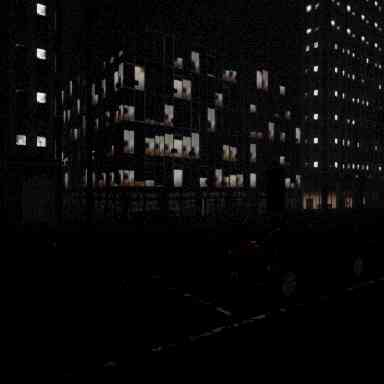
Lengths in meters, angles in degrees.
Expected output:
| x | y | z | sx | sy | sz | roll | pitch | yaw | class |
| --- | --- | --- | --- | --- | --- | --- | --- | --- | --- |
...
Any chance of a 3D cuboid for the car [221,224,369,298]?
| x | y | z | sx | sy | sz | roll | pitch | yaw | class |
| --- | --- | --- | --- | --- | --- | --- | --- | --- | --- |
| 2.756 | 1.545 | 8.530 | 4.507 | 1.381 | 1.887 | 0 | 0 | -36 | car |
